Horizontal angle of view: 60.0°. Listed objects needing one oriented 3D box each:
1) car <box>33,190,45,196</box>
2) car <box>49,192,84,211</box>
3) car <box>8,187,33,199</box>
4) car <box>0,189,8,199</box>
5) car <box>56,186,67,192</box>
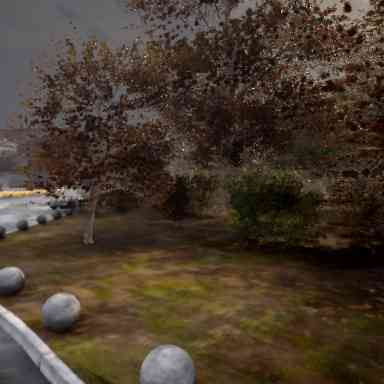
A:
[{"bbox_3d":[-24.714,-0.168,52.598,1.946,1.575,5.366,1,3,7],"label":"car"},{"bbox_3d":[-11.895,1.021,32.211,1.895,1.301,4.718,1,3,3],"label":"car"},{"bbox_3d":[-25.418,0.087,47.124,1.946,1.575,5.366,1,3,7],"label":"car"},{"bbox_3d":[-26.131,0.346,41.654,1.946,1.575,5.366,1,3,7],"label":"car"},{"bbox_3d":[-23.971,-0.685,58.342,2.435,2.045,5.566,1,3,7],"label":"car"}]
